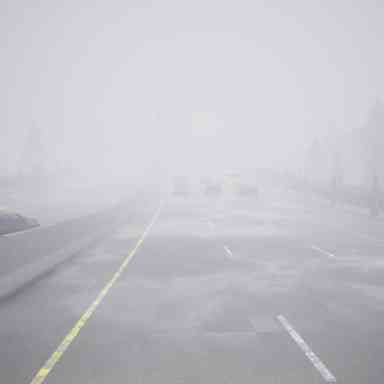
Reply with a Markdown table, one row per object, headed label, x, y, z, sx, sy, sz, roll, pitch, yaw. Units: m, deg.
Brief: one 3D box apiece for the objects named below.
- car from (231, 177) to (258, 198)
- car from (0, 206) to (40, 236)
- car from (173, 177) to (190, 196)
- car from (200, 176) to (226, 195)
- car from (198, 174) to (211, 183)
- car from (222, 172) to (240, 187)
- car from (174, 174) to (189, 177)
| label | x | y | z | sx | sy | sz | roll | pitch | yaw |
| --- | --- | --- | --- | --- | --- | --- | --- | --- | --- |
| car | 5.902 | -0.337 | 36.454 | 1.882 | 1.535 | 5.008 | 0 | 7 | -2 |
| car | -7.494 | 1.485 | 12.349 | 2.033 | 1.411 | 5.357 | 0 | 1 | -2 |
| car | -1.196 | -0.453 | 37.741 | 2.033 | 1.411 | 5.357 | 0 | 7 | -1 |
| car | 2.348 | -0.571 | 38.240 | 1.882 | 1.535 | 5.008 | 0 | 7 | -2 |
| car | 2.016 | -1.862 | 48.516 | 1.882 | 1.535 | 5.008 | 0 | 7 | -2 |
| car | 5.496 | -1.846 | 46.442 | 2.150 | 2.045 | 5.566 | 0 | 7 | -2 |
| car | -1.528 | -1.823 | 48.088 | 1.882 | 1.535 | 5.008 | 0 | 7 | -1 |
